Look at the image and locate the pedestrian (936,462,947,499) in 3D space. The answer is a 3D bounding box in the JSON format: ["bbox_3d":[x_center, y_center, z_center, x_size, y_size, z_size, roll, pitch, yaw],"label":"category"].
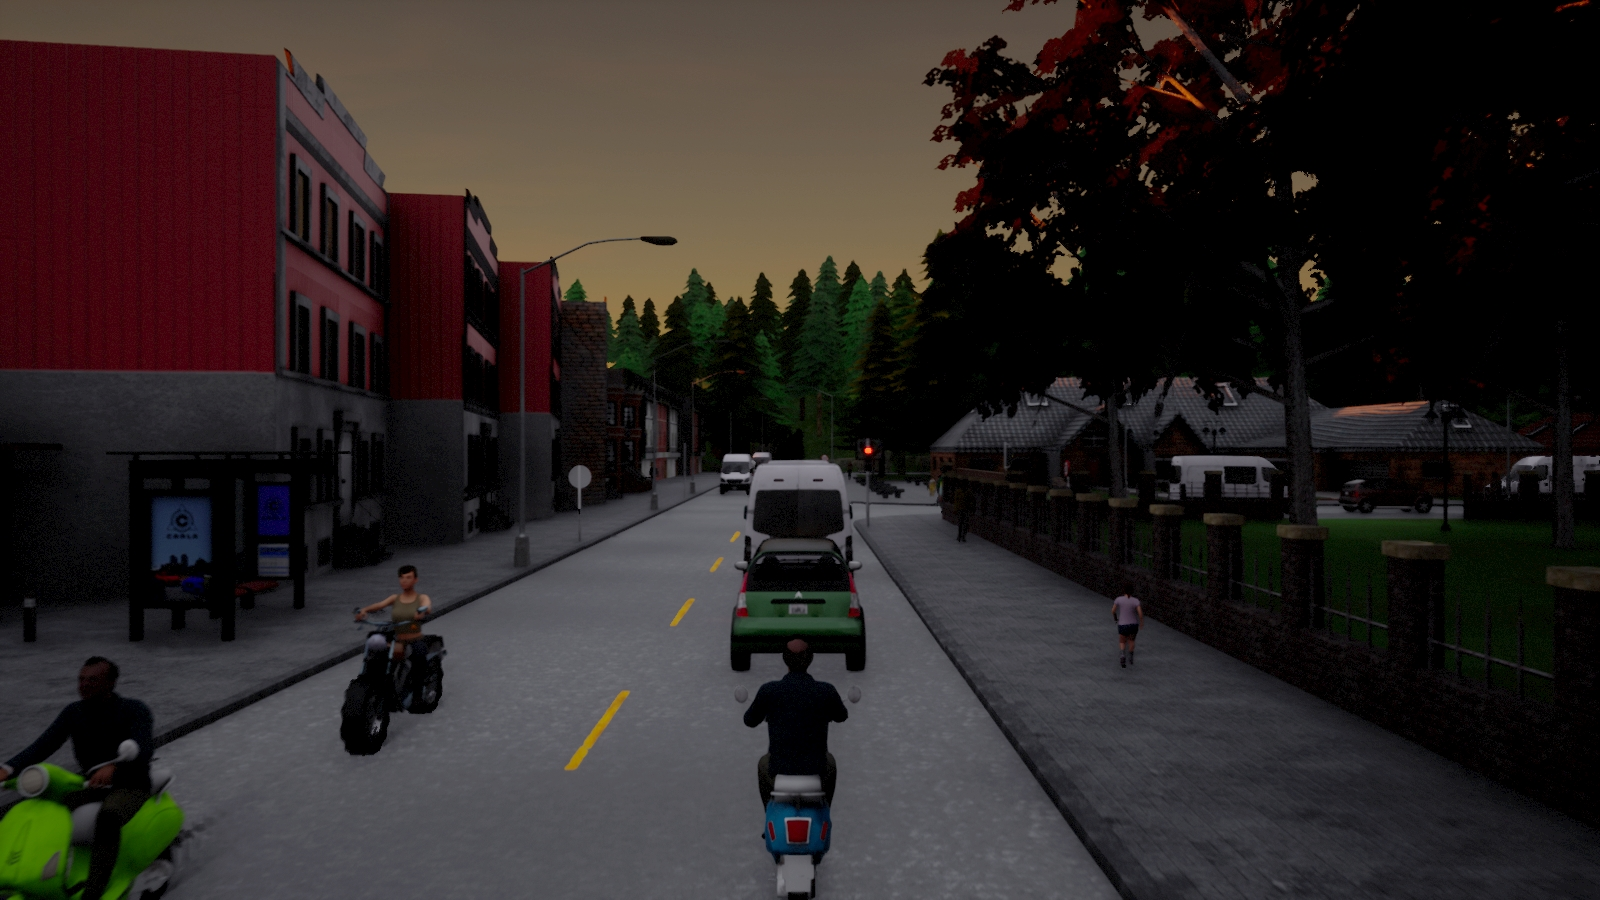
[{"bbox_3d":[7.082,1.527,57.052,0.375,1.860,0.375,0,0,-40],"label":"pedestrian"}]

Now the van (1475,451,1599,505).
[{"bbox_3d":[36.093,1.313,55.016,5.915,2.561,1.988,0,0,2],"label":"van"}]

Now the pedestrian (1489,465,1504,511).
[{"bbox_3d":[28.178,1.524,46.207,0.375,1.860,0.375,0,0,-10],"label":"pedestrian"}]

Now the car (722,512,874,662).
[{"bbox_3d":[-0.026,1.779,15.954,1.851,1.617,3.988,0,0,0],"label":"car"}]

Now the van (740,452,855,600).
[{"bbox_3d":[-0.047,1.314,22.739,1.988,2.561,5.915,0,0,0],"label":"van"}]

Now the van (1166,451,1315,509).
[{"bbox_3d":[19.576,1.313,50.954,5.915,2.561,1.988,0,0,1],"label":"van"}]

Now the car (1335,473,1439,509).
[{"bbox_3d":[26.113,1.805,50.894,3.705,1.549,1.789,0,0,0],"label":"car"}]

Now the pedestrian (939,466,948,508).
[{"bbox_3d":[6.312,1.627,50.180,0.375,1.860,0.375,0,0,13],"label":"pedestrian"}]

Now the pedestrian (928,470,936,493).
[{"bbox_3d":[7.534,1.802,65.184,0.375,1.300,0.375,0,0,1],"label":"pedestrian"}]

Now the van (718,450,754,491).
[{"bbox_3d":[-4.121,1.313,74.462,1.988,2.561,5.915,0,0,0],"label":"van"}]

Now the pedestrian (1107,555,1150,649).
[{"bbox_3d":[4.124,1.904,14.361,0.500,1.100,0.500,0,0,15],"label":"pedestrian"}]

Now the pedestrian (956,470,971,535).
[{"bbox_3d":[4.747,1.525,33.196,0.375,1.860,0.375,0,0,-1],"label":"pedestrian"}]
